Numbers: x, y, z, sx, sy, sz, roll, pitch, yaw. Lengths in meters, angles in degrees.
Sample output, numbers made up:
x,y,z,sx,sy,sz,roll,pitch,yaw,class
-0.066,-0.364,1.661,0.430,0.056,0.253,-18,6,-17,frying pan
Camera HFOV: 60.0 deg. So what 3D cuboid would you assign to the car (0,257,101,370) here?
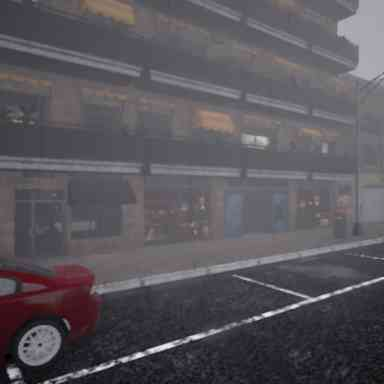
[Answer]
x,y,z,sx,sy,sz,roll,pitch,yaw,class
-3.439,1.545,4.106,4.507,1.381,1.887,0,0,-36,car
